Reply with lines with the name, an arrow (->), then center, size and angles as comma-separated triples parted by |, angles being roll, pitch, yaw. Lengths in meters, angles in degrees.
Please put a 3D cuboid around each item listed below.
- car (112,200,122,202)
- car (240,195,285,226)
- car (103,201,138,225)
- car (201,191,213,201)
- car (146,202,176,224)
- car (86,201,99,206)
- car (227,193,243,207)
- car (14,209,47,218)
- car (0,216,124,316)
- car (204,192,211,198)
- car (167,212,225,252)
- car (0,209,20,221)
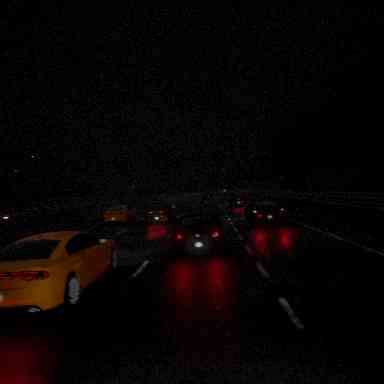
car -> -14.546, 2.289, 64.514 | 1.882, 1.535, 5.008 | -5, 0, 3
car -> 4.219, 1.096, 19.795 | 1.812, 1.442, 4.674 | -5, 0, 3
car -> -5.853, 1.847, 27.736 | 1.882, 1.535, 5.008 | -5, 0, 3
car -> 2.858, 0.866, 63.182 | 1.837, 1.490, 4.892 | -5, 0, 3
car -> -2.432, 1.597, 26.298 | 1.837, 1.490, 4.892 | -5, 0, 3
car -> -24.179, 2.892, 80.894 | 1.882, 1.535, 5.008 | -5, 0, 3
car -> 5.176, 0.871, 38.402 | 1.837, 1.490, 4.892 | -5, 1, 3
car -> -19.318, 3.000, 40.969 | 1.895, 1.301, 4.718 | -5, 0, 3
car -> -3.358, 1.730, 8.420 | 1.882, 1.535, 5.008 | -5, 0, 3
car -> 4.148, 0.768, 87.938 | 1.837, 1.490, 4.892 | -5, 0, 3
car -> 0.324, 1.526, 13.825 | 1.895, 1.301, 4.718 | -5, 0, 3
car -> -22.789, 3.035, 41.603 | 2.097, 1.767, 4.553 | -5, 1, 3
